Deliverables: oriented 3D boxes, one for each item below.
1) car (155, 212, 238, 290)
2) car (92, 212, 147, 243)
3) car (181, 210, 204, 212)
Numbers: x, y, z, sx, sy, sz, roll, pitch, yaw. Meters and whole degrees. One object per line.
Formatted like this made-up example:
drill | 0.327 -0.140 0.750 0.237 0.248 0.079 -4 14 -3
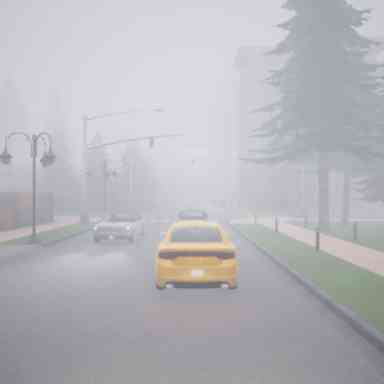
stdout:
car | 0.093 1.542 9.289 1.882 1.535 5.008 0 -1 0
car | -3.560 1.718 16.933 1.895 1.301 4.718 0 0 0
car | 0.046 1.739 20.126 1.895 1.301 4.718 0 0 0
